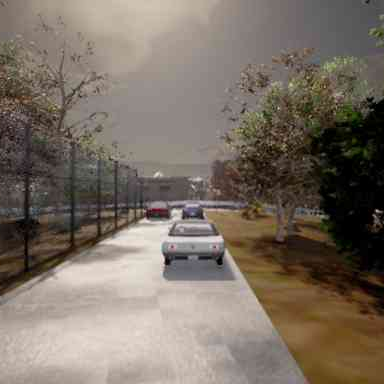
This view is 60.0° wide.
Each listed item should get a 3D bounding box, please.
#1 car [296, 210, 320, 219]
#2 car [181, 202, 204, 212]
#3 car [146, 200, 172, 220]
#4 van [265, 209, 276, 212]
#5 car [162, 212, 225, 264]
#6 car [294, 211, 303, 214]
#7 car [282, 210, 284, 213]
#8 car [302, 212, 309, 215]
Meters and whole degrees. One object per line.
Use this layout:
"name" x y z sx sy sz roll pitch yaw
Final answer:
"car" 23.471 4.619 67.604 2.163 1.488 4.792 0 0 -18
"car" 0.064 1.577 28.793 1.812 1.442 4.674 0 0 0
"car" -2.836 1.529 29.067 1.882 1.535 5.008 0 0 0
"van" 14.536 4.366 68.006 1.878 1.987 4.442 0 0 -18
"car" 0.059 1.622 11.861 1.895 1.301 4.718 0 0 0
"car" 20.506 4.339 67.688 2.435 2.045 5.566 0 0 -18
"car" 17.548 4.339 67.781 2.435 2.045 5.566 0 0 -18
"car" 19.810 4.507 50.754 2.435 2.045 5.566 0 1 -18
